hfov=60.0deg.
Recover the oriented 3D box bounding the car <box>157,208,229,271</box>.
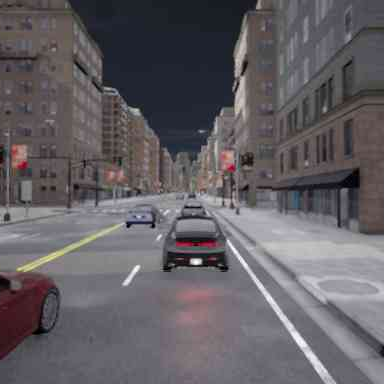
[{"bbox_3d":[0.104,1.498,10.847,1.837,1.490,4.892,0,0,0],"label":"car"}]

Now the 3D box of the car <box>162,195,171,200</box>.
[{"bbox_3d":[-6.455,1.460,84.026,1.895,1.301,4.718,0,0,0],"label":"car"}]

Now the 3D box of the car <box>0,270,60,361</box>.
[{"bbox_3d":[-3.150,1.524,3.744,1.812,1.442,4.674,0,0,0],"label":"car"}]

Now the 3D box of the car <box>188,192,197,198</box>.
[{"bbox_3d":[0.047,1.072,87.608,2.150,2.045,5.566,0,0,0],"label":"car"}]

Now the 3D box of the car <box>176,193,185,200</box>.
[{"bbox_3d":[-3.203,1.399,87.998,1.994,1.385,4.181,0,0,0],"label":"car"}]

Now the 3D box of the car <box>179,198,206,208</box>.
[{"bbox_3d":[0.114,1.468,26.424,2.128,1.511,4.902,0,0,0],"label":"car"}]

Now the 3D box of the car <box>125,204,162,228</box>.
[{"bbox_3d":[-3.136,1.530,22.134,2.033,1.411,5.357,0,0,0],"label":"car"}]
